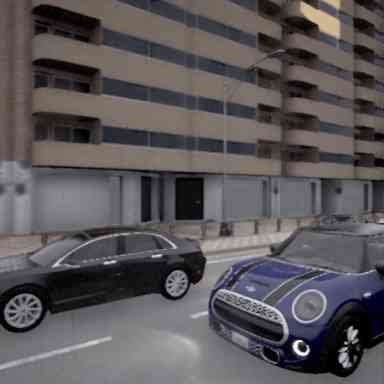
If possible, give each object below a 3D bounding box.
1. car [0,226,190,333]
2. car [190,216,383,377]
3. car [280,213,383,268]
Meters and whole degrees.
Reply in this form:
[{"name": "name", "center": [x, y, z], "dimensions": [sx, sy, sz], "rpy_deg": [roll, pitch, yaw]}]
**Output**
[{"name": "car", "center": [-1.955, 1.509, 6.876], "dimensions": [4.892, 1.490, 1.837], "rpy_deg": [0, 0, -34]}, {"name": "car", "center": [2.479, 1.363, 5.684], "dimensions": [4.553, 1.767, 2.097], "rpy_deg": [0, 0, -35]}, {"name": "car", "center": [5.373, 1.586, 11.925], "dimensions": [4.181, 1.385, 1.994], "rpy_deg": [0, 0, -33]}]
